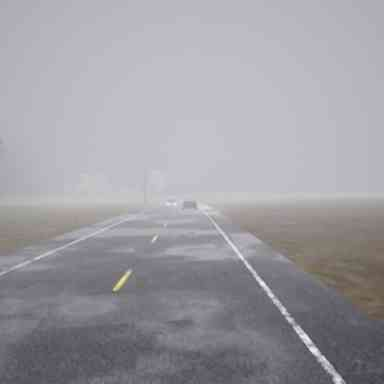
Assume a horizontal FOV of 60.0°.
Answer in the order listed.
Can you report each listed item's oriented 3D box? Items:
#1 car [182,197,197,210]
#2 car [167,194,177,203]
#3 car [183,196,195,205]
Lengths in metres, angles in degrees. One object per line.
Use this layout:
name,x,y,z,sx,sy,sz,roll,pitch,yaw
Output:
car,-0.292,1.548,45.294,1.882,1.535,5.008,0,0,-1
car,-4.494,1.741,73.568,1.895,1.301,4.718,0,0,-1
car,-0.637,1.607,62.849,2.128,1.511,4.902,0,0,-1
